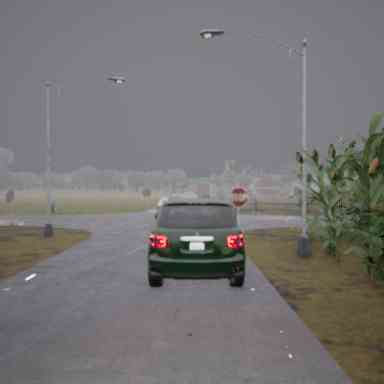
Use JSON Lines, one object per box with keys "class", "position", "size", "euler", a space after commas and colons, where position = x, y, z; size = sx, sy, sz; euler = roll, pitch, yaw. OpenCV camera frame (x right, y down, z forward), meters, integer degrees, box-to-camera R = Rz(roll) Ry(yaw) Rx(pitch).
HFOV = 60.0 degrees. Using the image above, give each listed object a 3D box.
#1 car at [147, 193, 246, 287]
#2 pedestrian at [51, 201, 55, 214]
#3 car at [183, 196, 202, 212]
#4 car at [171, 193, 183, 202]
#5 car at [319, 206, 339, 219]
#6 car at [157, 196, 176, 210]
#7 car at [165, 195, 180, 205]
{"class": "car", "position": [0.100, 1.145, 9.223], "size": [2.150, 2.045, 5.566], "euler": [0, 0, 0]}
{"class": "pedestrian", "position": [-12.195, 1.391, 29.256], "size": [0.500, 1.100, 0.500], "euler": [0, 2, 0]}
{"class": "car", "position": [0.084, 1.201, 35.023], "size": [1.882, 1.535, 5.008], "euler": [0, 0, 0]}
{"class": "car", "position": [-2.793, 1.005, 61.769], "size": [1.882, 1.535, 5.008], "euler": [0, 0, 0]}
{"class": "car", "position": [12.598, 1.269, 26.279], "size": [4.902, 1.511, 2.128], "euler": [0, 2, -2]}
{"class": "car", "position": [-2.897, 1.221, 38.838], "size": [1.812, 1.442, 4.674], "euler": [0, 0, 1]}
{"class": "car", "position": [-2.853, 1.185, 48.829], "size": [1.994, 1.385, 4.181], "euler": [0, 0, 0]}
